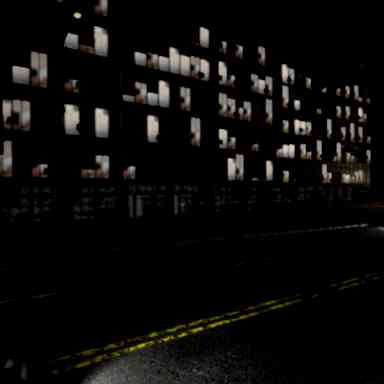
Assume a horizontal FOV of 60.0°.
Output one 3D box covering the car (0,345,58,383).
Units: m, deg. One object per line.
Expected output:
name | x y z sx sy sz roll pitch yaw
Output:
car | -2.689 1.553 1.522 4.181 1.385 1.994 1 0 -36
